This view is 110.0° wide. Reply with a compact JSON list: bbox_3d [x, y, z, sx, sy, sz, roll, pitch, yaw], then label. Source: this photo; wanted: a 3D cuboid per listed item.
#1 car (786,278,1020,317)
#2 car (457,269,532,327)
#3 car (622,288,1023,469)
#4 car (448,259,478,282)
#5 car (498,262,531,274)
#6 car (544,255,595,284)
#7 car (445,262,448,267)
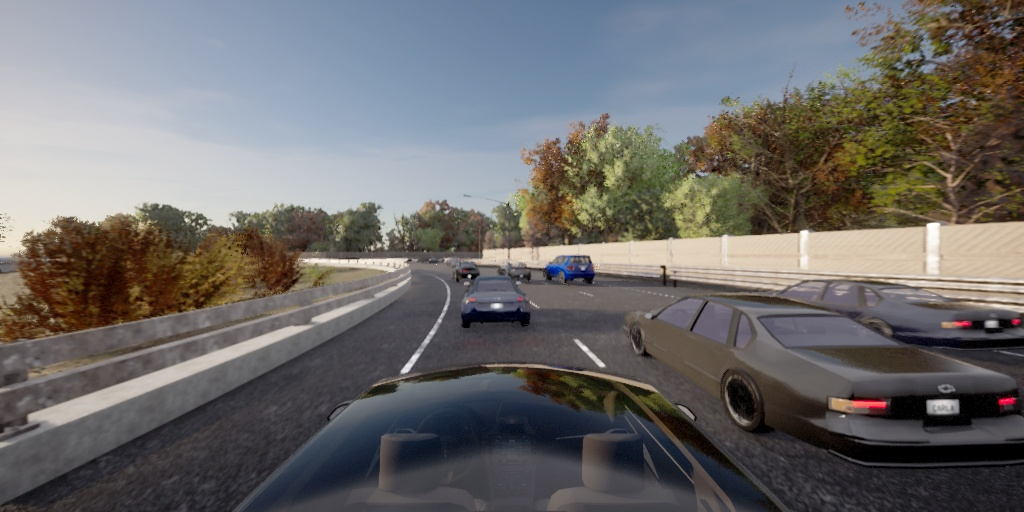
[{"bbox_3d":[8.187,1.260,8.874,2.033,1.411,5.357,0,0,-8],"label":"car"},{"bbox_3d":[-0.604,1.305,11.611,1.994,1.385,4.181,0,0,-6],"label":"car"},{"bbox_3d":[3.421,1.281,5.447,2.033,1.411,5.357,0,0,-2],"label":"car"},{"bbox_3d":[-3.777,1.239,28.838,1.837,1.490,4.892,0,0,-15],"label":"car"},{"bbox_3d":[0.094,1.212,27.899,2.128,1.511,4.902,0,0,-14],"label":"car"},{"bbox_3d":[4.100,0.929,26.376,2.150,2.045,5.566,0,0,-13],"label":"car"},{"bbox_3d":[-9.918,1.268,61.257,2.033,1.411,5.357,0,0,-27],"label":"car"}]
